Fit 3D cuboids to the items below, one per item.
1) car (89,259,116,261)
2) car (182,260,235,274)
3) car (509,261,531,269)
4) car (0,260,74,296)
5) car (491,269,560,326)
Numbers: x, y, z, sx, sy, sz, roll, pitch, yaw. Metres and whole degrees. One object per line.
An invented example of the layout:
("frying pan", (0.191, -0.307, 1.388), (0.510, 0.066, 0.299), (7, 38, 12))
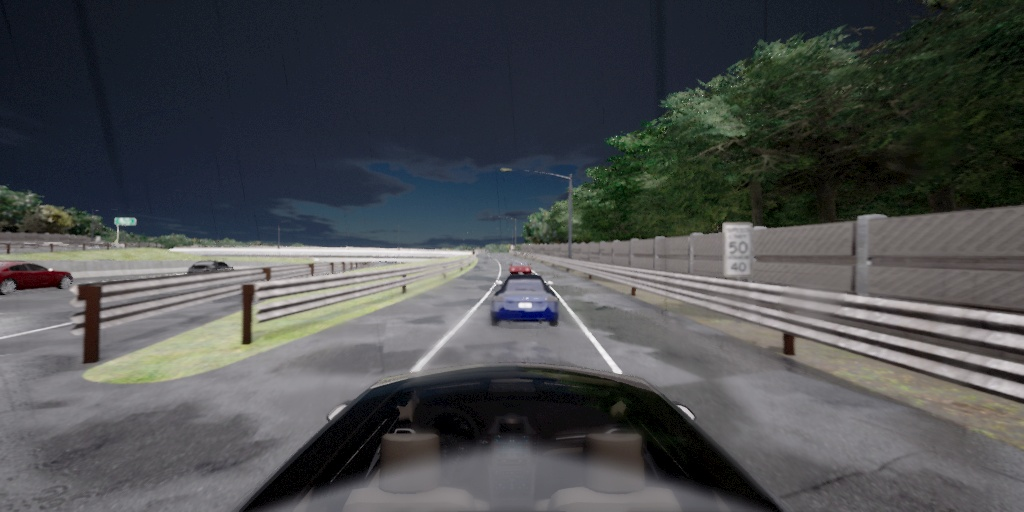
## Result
("car", (-41.984, 1.071, 36.545), (2.128, 1.511, 4.902), (1, -1, -19))
("car", (-24.430, 1.131, 29.324), (1.837, 1.490, 4.892), (1, -1, -19))
("car", (0.680, 1.122, 32.331), (1.895, 1.301, 4.718), (0, 1, 0))
("car", (-23.834, 0.997, 17.083), (1.882, 1.535, 5.008), (1, 0, -19))
("car", (0.411, 1.293, 11.662), (1.994, 1.385, 4.181), (0, 0, 2))
